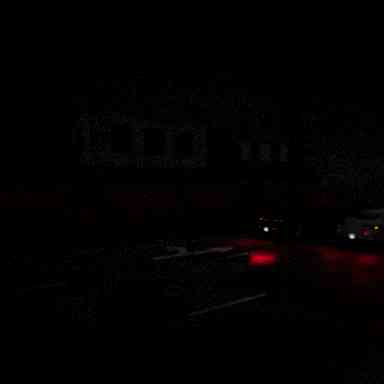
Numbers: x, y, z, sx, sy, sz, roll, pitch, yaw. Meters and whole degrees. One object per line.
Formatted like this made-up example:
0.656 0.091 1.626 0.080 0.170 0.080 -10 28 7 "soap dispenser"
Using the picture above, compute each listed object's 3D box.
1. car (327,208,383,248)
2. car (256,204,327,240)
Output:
7.839 1.382 13.698 4.674 1.442 1.812 -1 1 -35 "car"
5.276 1.370 16.172 4.892 1.490 1.837 -1 1 -35 "car"
